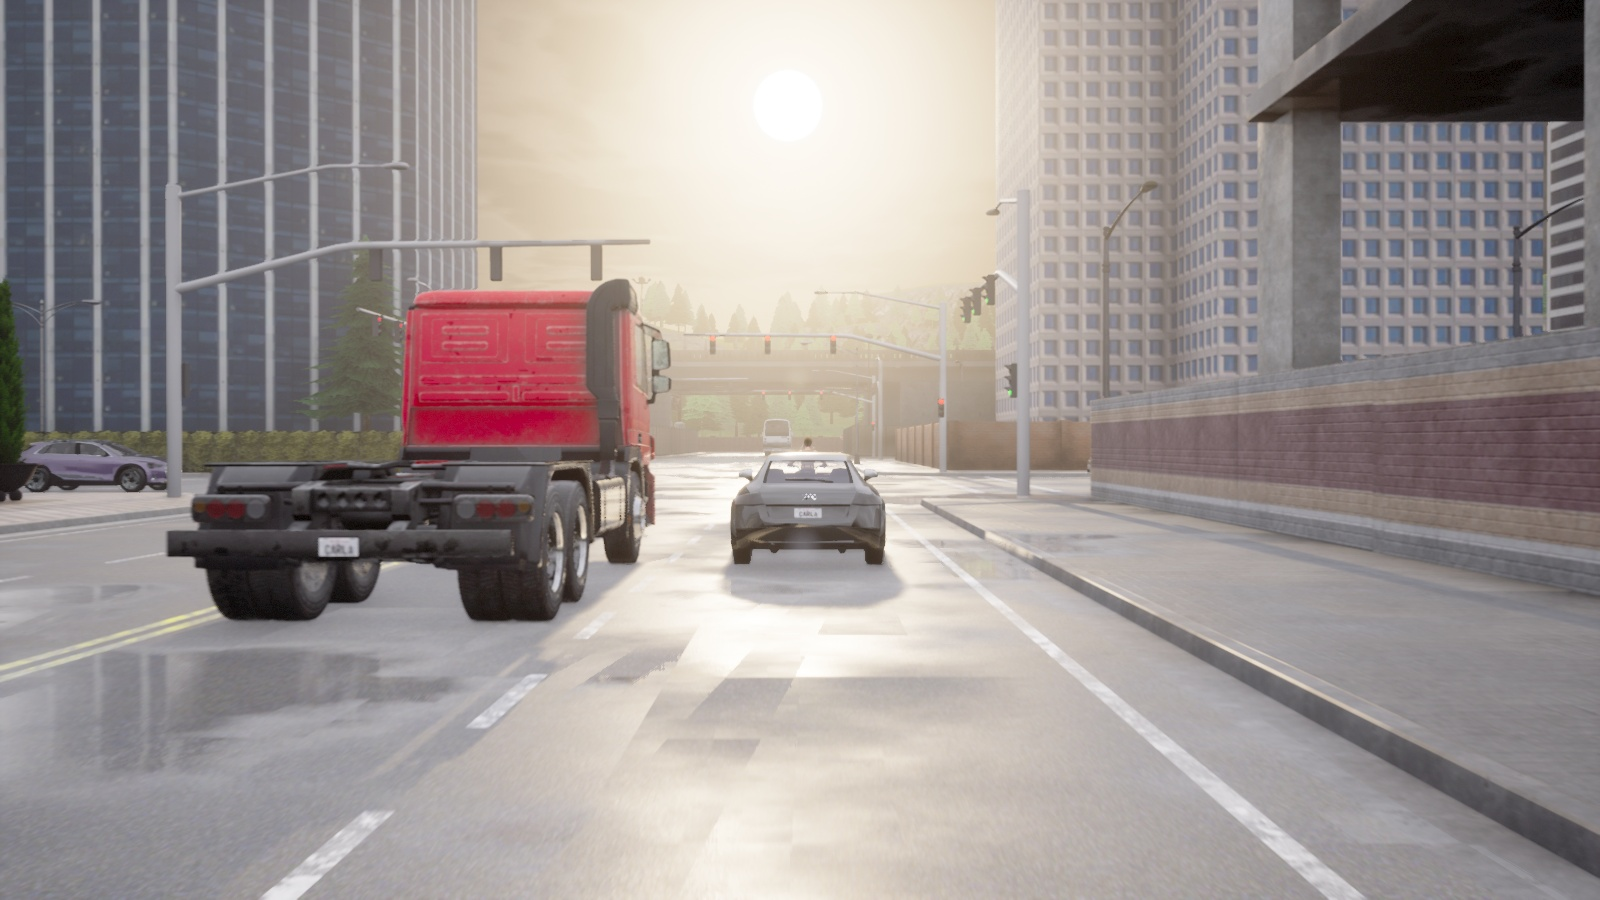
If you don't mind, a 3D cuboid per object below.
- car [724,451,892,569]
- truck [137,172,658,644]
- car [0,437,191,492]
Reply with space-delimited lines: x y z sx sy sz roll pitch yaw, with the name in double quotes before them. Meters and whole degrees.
"car" 0.112 0.715 17.055 1.994 1.385 4.181 0 0 0
"truck" -3.409 -0.315 13.194 2.891 3.462 7.936 0 0 0
"car" -21.927 0.438 39.175 4.856 1.649 2.033 0 0 0
